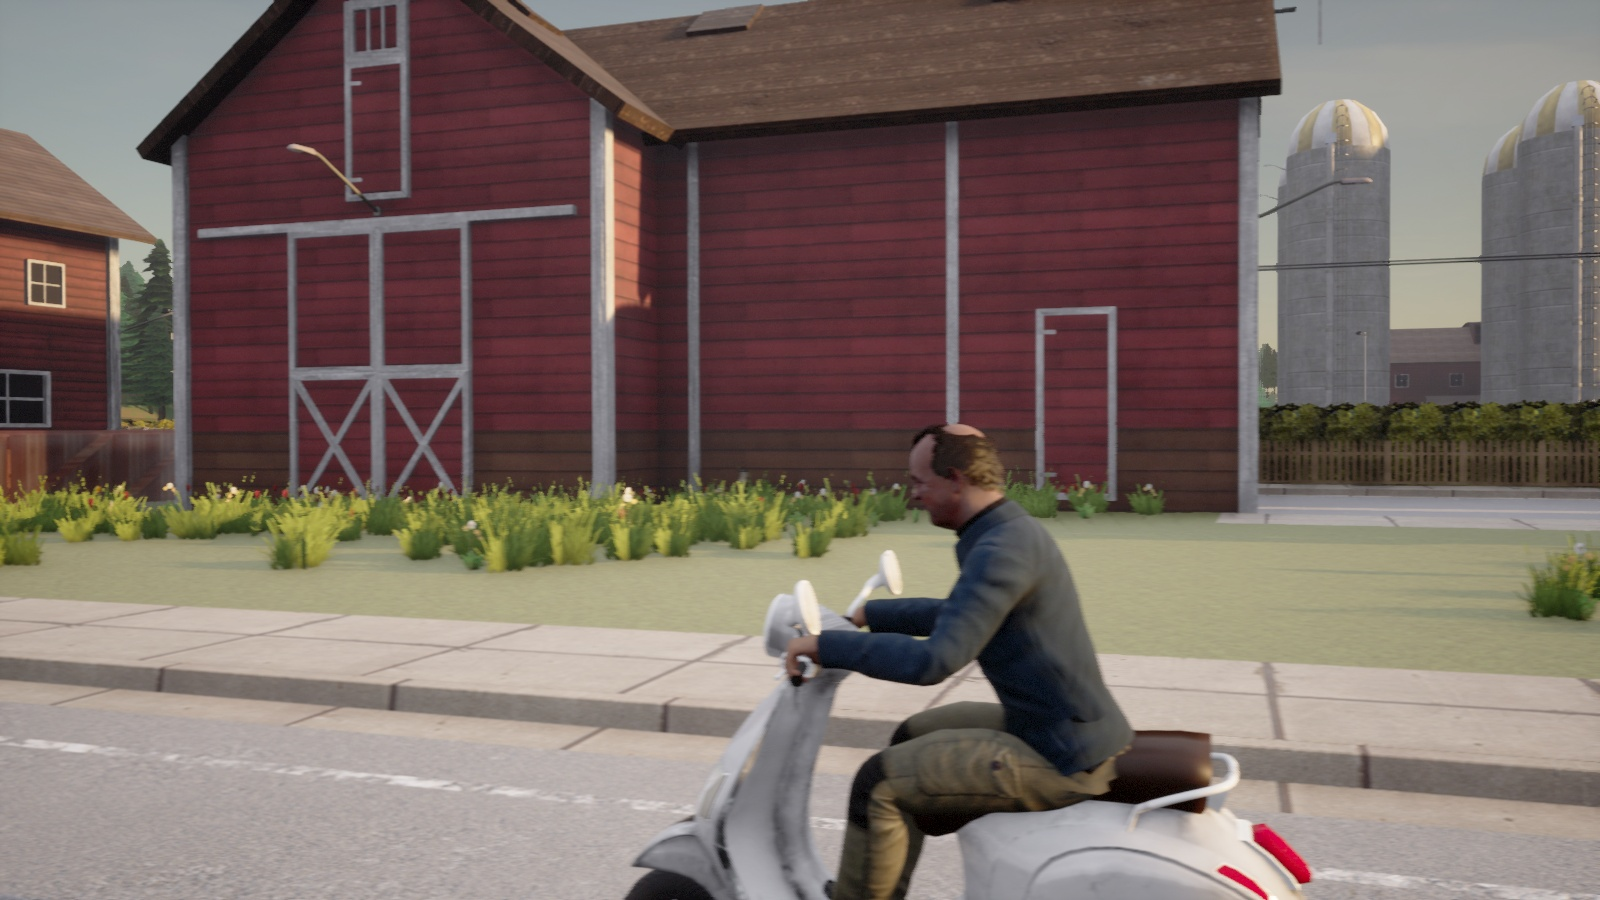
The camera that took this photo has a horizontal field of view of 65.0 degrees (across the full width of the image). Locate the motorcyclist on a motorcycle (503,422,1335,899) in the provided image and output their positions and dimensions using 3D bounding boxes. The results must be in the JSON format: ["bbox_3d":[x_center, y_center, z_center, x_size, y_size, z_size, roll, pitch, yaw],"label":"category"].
[{"bbox_3d":[0.293,0.732,3.114,1.817,1.590,0.866,0,1,18],"label":"motorcyclist on a motorcycle"}]
